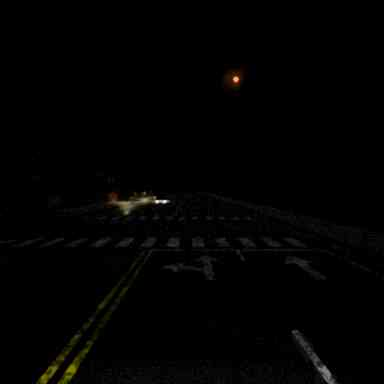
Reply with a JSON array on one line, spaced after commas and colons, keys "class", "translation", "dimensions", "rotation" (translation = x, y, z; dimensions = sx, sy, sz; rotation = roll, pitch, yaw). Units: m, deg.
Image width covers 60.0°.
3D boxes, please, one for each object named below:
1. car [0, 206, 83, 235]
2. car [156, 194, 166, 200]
[{"class": "car", "translation": [-8.190, 1.422, 16.226], "dimensions": [5.357, 1.411, 2.033], "rotation": [0, 1, -38]}, {"class": "car", "translation": [-6.396, 1.016, 69.066], "dimensions": [1.895, 1.301, 4.718], "rotation": [0, 0, 0]}]
